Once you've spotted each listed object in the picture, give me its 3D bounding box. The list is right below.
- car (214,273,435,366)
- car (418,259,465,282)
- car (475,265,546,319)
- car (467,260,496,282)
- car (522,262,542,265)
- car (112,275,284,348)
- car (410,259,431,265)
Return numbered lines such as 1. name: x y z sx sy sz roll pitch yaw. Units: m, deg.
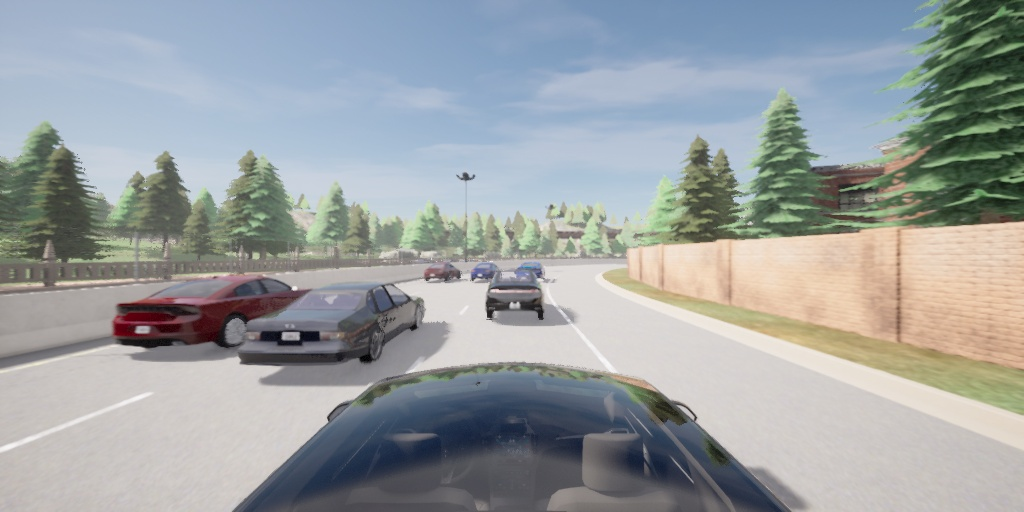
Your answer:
1. car: -3.432 1.289 8.104 2.033 1.411 5.357 0 0 0
2. car: -5.508 1.238 28.774 1.812 1.442 4.674 0 0 9
3. car: 0.120 1.226 12.684 2.128 1.511 4.902 0 0 1
4. car: -1.984 1.238 28.667 1.812 1.442 4.674 0 0 10
5. car: 1.644 1.189 29.144 1.882 1.535 5.008 0 0 10
6. car: -6.924 1.217 9.224 1.882 1.535 5.008 0 0 1
7. car: -13.309 1.169 53.487 2.128 1.511 4.902 0 0 22
